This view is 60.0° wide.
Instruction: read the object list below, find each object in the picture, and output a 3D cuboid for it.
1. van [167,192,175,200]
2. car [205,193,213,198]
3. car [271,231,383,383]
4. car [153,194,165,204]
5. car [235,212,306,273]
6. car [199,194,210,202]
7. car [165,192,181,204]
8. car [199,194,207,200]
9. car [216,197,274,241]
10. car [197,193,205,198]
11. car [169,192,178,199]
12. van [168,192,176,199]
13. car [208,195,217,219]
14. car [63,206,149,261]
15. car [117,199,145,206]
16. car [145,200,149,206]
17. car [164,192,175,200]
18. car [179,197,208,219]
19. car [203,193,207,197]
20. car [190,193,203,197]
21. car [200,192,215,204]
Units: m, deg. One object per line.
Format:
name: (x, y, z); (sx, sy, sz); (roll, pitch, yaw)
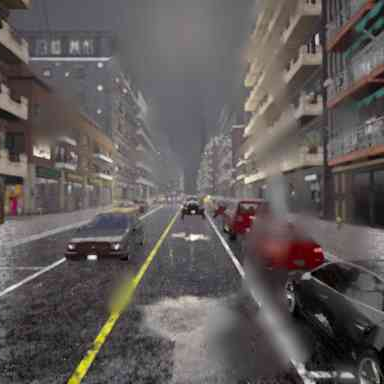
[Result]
van: (-5.328, 0.922, 83.704); (1.690, 1.788, 3.998); (2, 0, 0)
car: (2.575, 1.249, 32.724); (1.967, 1.590, 4.097); (2, 0, 0)
car: (2.587, 1.538, 4.406); (1.947, 1.339, 4.313); (2, 0, 0)
car: (-5.315, 1.138, 55.383); (1.967, 1.590, 4.097); (2, 0, 0)
car: (2.583, 1.519, 10.068); (1.802, 1.307, 4.206); (2, 0, 0)
car: (2.554, 1.195, 66.710); (2.008, 1.369, 4.403); (2, 0, 0)
car: (-2.840, 1.054, 54.467); (2.097, 1.767, 4.553); (0, 0, 0)
car: (2.549, 1.124, 78.209); (1.752, 1.417, 4.829); (2, 0, 0)
car: (2.588, 1.218, 15.732); (2.192, 1.841, 5.009); (2, 0, 0)
car: (2.539, 1.092, 95.034); (2.008, 1.369, 4.403); (2, 0, 0)
car: (-5.333, 0.857, 95.034); (2.192, 1.841, 5.009); (2, 0, 0)
van: (-5.331, 0.902, 89.369); (1.690, 1.788, 3.998); (2, 0, 0)
car: (2.579, 1.279, 27.058); (1.967, 1.590, 4.097); (2, 0, 0)
car: (-2.856, 1.471, 12.203); (2.033, 1.411, 5.357); (0, 0, 0)
car: (-5.303, 1.366, 26.890); (1.752, 1.417, 4.829); (2, 0, 0)
car: (-5.307, 1.354, 32.726); (1.887, 1.381, 4.507); (2, 0, 0)
car: (-5.324, 0.915, 78.040); (2.192, 1.841, 5.009); (2, 0, 0)
car: (0.087, 1.363, 27.486); (1.812, 1.442, 4.674); (0, 0, 0)
car: (2.564, 1.249, 49.887); (1.752, 1.417, 4.829); (2, 0, 0)
car: (0.062, 1.218, 41.899); (1.801, 1.575, 5.366); (0, 0, 0)
car: (2.567, 1.013, 55.381); (2.192, 1.841, 5.009); (2, 0, 0)
